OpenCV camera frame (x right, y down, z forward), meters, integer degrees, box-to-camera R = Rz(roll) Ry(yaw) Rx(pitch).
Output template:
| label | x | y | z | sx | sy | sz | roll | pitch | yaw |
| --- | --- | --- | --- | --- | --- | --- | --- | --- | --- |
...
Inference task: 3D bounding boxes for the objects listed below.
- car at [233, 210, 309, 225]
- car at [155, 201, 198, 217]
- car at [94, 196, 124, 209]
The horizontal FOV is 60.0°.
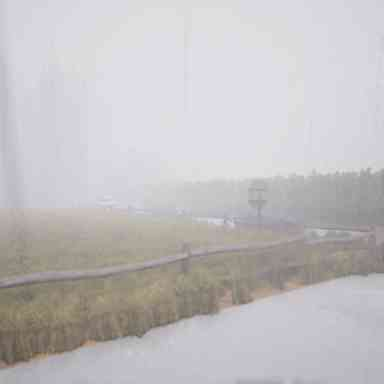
| label | x | y | z | sx | sy | sz | roll | pitch | yaw |
| --- | --- | --- | --- | --- | --- | --- | --- | --- | --- |
| car | 4.773 | 1.791 | 20.378 | 1.895 | 1.301 | 4.718 | 1 | -1 | -36 |
| car | -1.400 | 1.603 | 28.975 | 2.097 | 1.767 | 4.553 | 1 | -1 | -36 |
| car | -10.564 | 1.595 | 41.861 | 2.150 | 2.045 | 5.566 | 1 | 0 | -36 |
